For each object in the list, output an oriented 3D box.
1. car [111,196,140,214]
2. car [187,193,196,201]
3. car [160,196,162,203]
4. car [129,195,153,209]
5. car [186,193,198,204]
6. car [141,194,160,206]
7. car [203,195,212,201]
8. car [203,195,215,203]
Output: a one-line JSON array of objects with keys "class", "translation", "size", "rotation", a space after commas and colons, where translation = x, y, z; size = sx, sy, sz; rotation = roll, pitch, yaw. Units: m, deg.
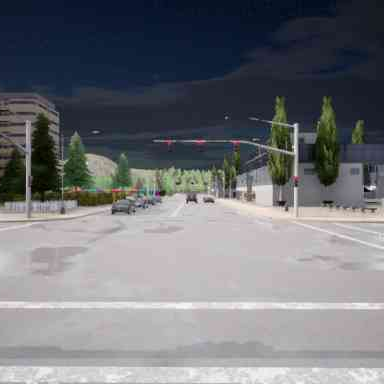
[{"class": "car", "translation": [-7.137, 1.505, 35.034], "size": [1.837, 1.490, 4.892], "rotation": [0, 0, 1]}, {"class": "car", "translation": [-0.043, 1.210, 76.803], "size": [2.097, 1.767, 4.553], "rotation": [0, 0, 0]}, {"class": "car", "translation": [-7.060, 1.506, 66.820], "size": [1.837, 1.490, 4.892], "rotation": [0, 0, 0]}, {"class": "car", "translation": [-7.114, 1.492, 45.482], "size": [2.128, 1.511, 4.902], "rotation": [0, 0, 0]}, {"class": "car", "translation": [-0.037, 1.221, 66.181], "size": [2.150, 2.045, 5.566], "rotation": [0, 0, 0]}, {"class": "car", "translation": [-7.114, 1.547, 56.090], "size": [2.033, 1.411, 5.357], "rotation": [0, 0, 0]}, {"class": "car", "translation": [3.457, 1.450, 76.865], "size": [1.895, 1.301, 4.718], "rotation": [0, 0, 0]}, {"class": "car", "translation": [3.462, 1.601, 66.557], "size": [1.895, 1.301, 4.718], "rotation": [0, 0, 0]}]
